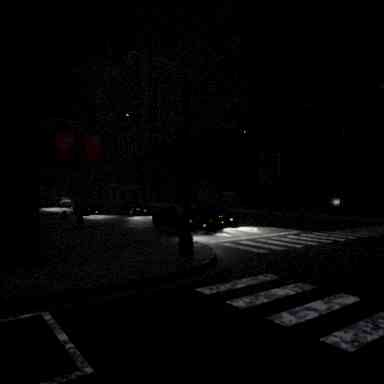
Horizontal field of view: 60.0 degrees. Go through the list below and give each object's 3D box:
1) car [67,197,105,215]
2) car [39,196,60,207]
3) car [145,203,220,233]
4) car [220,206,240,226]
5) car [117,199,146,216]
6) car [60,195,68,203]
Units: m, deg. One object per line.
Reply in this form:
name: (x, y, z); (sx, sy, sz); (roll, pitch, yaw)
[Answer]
car: (-10.390, 1.497, 33.014); (2.033, 1.411, 5.357); (0, 0, -36)
car: (-21.398, 1.430, 48.465); (2.128, 1.511, 4.902); (0, 0, -36)
car: (-0.689, 1.500, 19.568); (1.812, 1.442, 4.674); (0, 0, -36)
car: (1.291, 1.531, 22.345); (1.994, 1.385, 4.181); (0, 0, -36)
car: (-5.651, 1.454, 31.987); (1.837, 1.490, 4.892); (0, 0, -36)
car: (-25.172, 1.372, 64.998); (2.128, 1.511, 4.902); (0, 0, -36)
